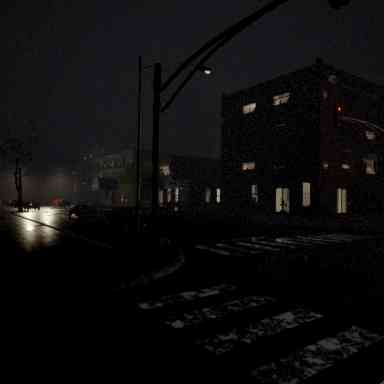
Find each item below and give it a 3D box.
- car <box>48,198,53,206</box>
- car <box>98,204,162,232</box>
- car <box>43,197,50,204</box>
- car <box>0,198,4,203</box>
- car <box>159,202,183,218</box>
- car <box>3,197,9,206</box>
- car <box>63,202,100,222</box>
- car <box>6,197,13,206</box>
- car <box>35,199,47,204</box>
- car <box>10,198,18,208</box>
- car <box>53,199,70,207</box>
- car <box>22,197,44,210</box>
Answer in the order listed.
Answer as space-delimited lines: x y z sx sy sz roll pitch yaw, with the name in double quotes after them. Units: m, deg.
-28.903 2.305 71.049 1.802 1.307 4.206 1 -1 -35 "car"
-3.925 1.615 20.475 1.887 1.381 4.507 1 -1 -35 "car"
-35.243 2.138 80.120 2.192 1.841 5.009 1 -1 -35 "car"
-38.942 1.929 70.787 2.192 1.841 5.009 1 -1 -35 "car"
-2.633 1.761 33.704 1.967 1.590 4.097 1 -1 -35 "car"
-35.772 2.130 66.250 1.947 1.339 4.313 1 -1 -35 "car"
-9.083 1.729 27.852 1.802 1.307 4.206 1 -1 -35 "car"
-32.602 2.080 61.715 1.947 1.339 4.313 1 -1 -35 "car"
-38.512 2.401 84.792 1.752 1.417 4.829 1 -1 -35 "car"
-29.613 2.011 57.428 1.887 1.381 4.507 1 -1 -35 "car"
-25.733 2.113 66.515 1.967 1.590 4.097 1 -1 -35 "car"
-23.218 1.890 48.189 1.752 1.417 4.829 1 -1 -35 "car"
